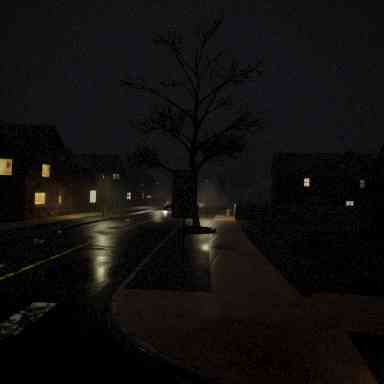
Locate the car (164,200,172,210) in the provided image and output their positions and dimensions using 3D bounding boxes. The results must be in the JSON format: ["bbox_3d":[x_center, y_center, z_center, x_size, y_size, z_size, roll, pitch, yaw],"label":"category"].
[{"bbox_3d":[-2.678,1.920,47.832,2.033,1.411,5.357,2,0,8],"label":"car"}]
